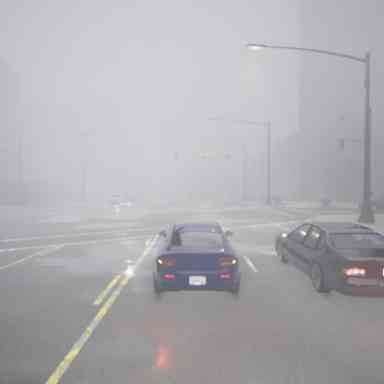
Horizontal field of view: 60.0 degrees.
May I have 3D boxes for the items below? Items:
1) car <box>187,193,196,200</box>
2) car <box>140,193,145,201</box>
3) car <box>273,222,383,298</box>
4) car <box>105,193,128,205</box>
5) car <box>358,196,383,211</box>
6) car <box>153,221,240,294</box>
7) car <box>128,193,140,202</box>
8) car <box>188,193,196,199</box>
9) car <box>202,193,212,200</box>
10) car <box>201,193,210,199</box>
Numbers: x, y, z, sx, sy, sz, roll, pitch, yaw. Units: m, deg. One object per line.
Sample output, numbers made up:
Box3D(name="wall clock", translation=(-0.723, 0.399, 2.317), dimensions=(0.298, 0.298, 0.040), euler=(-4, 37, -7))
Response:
Box3D(name="car", translation=(-0.060, 0.943, 74.961), dimensions=(1.882, 1.535, 5.008), euler=(0, 0, 0))
Box3D(name="car", translation=(-10.576, 0.950, 66.012), dimensions=(1.882, 1.535, 5.008), euler=(0, 0, 0))
Box3D(name="car", translation=(3.603, 1.477, 8.563), dimensions=(2.033, 1.411, 5.357), euler=(0, 1, 0))
Box3D(name="car", translation=(-10.605, 1.037, 46.079), dimensions=(1.812, 1.442, 4.674), euler=(0, 0, 0))
Box3D(name="car", translation=(19.005, 1.086, 32.697), dimensions=(5.008, 1.535, 1.882), euler=(0, 1, 1))
Box3D(name="car", translation=(0.103, 1.454, 8.498), dimensions=(1.812, 1.442, 4.674), euler=(0, 1, 0))
Box3D(name="car", translation=(-10.604, 0.972, 55.859), dimensions=(2.128, 1.511, 4.902), euler=(0, 0, 0))
Box3D(name="car", translation=(-0.068, 0.985, 85.410), dimensions=(1.895, 1.301, 4.718), euler=(0, 0, 0))
Box3D(name="car", translation=(3.440, 1.019, 76.261), dimensions=(1.994, 1.385, 4.181), euler=(0, 0, 0))
Box3D(name="car", translation=(3.431, 0.999, 86.214), dimensions=(2.033, 1.411, 5.357), euler=(0, 0, 0))
